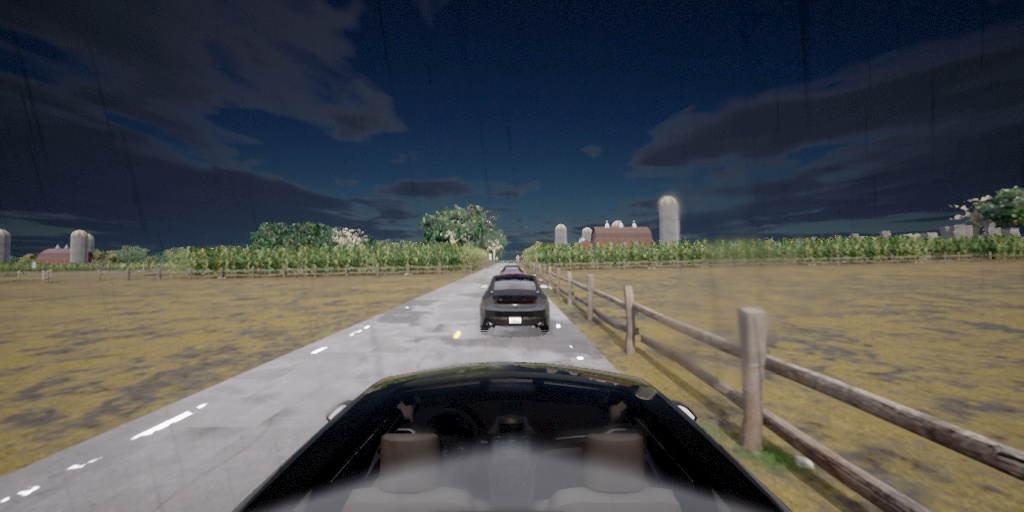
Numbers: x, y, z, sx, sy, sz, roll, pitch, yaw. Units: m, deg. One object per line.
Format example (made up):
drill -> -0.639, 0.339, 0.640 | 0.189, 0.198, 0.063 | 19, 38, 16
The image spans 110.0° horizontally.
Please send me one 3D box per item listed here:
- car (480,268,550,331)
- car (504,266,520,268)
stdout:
car -> 0.067, 1.304, 11.116 | 1.837, 1.490, 4.892 | 0, 0, 0
car -> 0.005, 1.433, 28.018 | 1.994, 1.385, 4.181 | 0, 0, 0
